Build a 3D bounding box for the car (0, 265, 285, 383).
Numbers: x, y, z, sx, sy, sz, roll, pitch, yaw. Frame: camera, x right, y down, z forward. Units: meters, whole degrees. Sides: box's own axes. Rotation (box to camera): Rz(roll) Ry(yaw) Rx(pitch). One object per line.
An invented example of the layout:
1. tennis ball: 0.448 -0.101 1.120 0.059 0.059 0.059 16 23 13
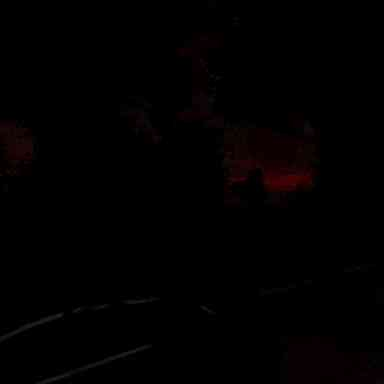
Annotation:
1. car: -1.328 1.496 2.725 4.902 1.511 2.128 0 0 -36
